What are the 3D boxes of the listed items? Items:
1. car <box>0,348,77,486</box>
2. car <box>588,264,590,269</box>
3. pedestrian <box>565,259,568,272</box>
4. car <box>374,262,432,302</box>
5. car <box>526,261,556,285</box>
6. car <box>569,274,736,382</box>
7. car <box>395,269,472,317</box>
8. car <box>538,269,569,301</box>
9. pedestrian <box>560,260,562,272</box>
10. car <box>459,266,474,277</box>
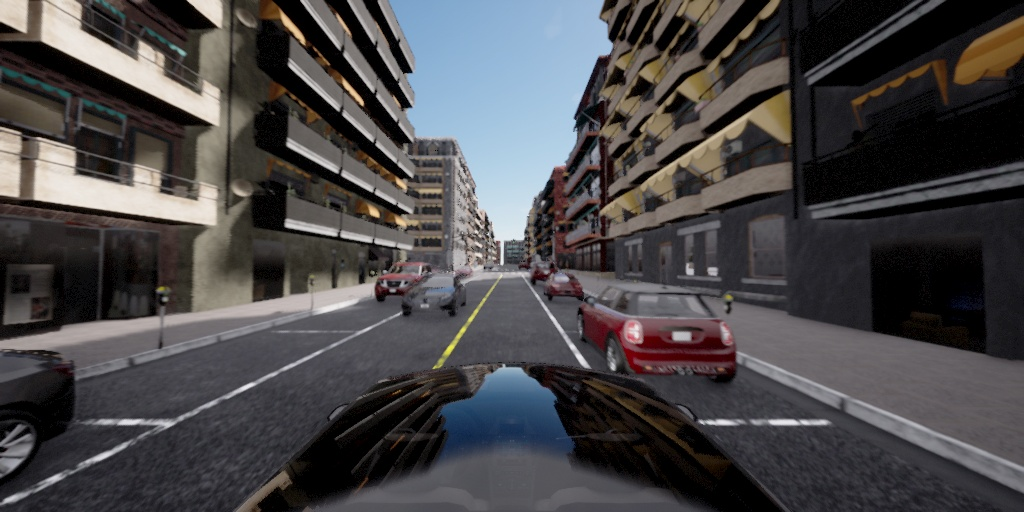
[{"bbox_3d":[-5.314,1.317,1.848,1.948,1.339,4.313,0,0,0],"label":"car"},{"bbox_3d":[13.754,1.865,58.388,4.403,1.370,2.007,0,0,0],"label":"car"},{"bbox_3d":[8.018,1.378,52.325,0.375,1.860,0.375,1,-2,0],"label":"pedestrian"},{"bbox_3d":[-5.311,1.249,18.436,2.192,1.841,5.009,0,0,0],"label":"car"},{"bbox_3d":[2.539,1.380,29.441,2.192,1.841,5.009,0,0,0],"label":"car"},{"bbox_3d":[2.535,1.250,7.318,1.967,1.591,4.097,0,0,0],"label":"car"},{"bbox_3d":[-2.846,1.410,14.060,1.812,1.442,4.674,0,-1,0],"label":"car"},{"bbox_3d":[2.537,1.515,18.380,1.802,1.307,4.207,0,0,0],"label":"car"},{"bbox_3d":[7.018,1.450,51.723,0.375,1.860,0.375,1,-2,0],"label":"pedestrian"},{"bbox_3d":[-5.308,1.787,40.559,1.802,1.307,4.207,0,0,0],"label":"car"}]
